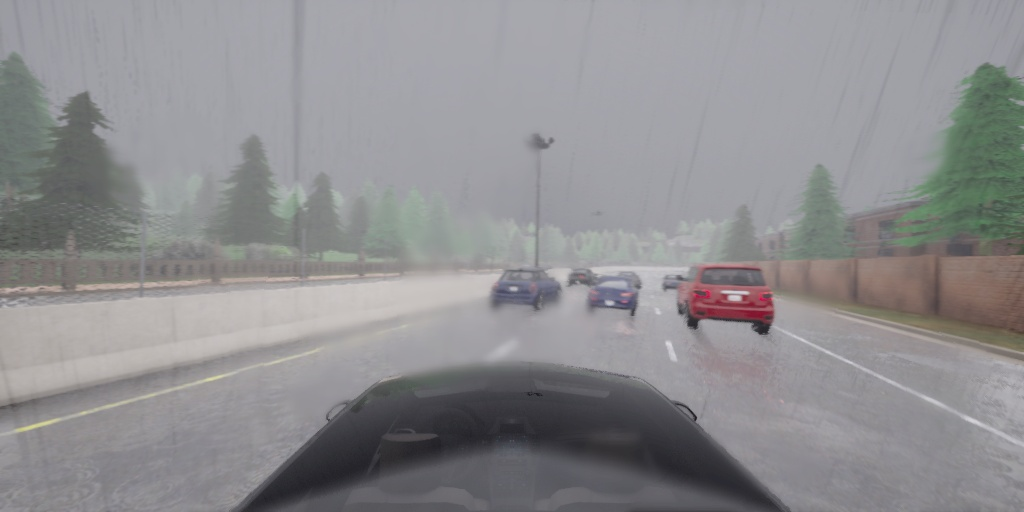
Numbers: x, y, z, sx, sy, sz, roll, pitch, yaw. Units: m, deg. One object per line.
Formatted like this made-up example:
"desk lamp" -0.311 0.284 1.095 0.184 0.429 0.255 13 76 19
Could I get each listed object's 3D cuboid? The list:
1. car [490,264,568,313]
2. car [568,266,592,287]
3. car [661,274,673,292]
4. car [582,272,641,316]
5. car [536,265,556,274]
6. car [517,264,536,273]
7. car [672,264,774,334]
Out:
"car" 0.802 1.319 15.677 2.097 1.767 4.553 1 -1 20
"car" 5.923 1.799 29.903 1.837 1.490 4.892 1 0 20
"car" 12.279 2.005 26.921 1.895 1.301 4.718 1 -1 20
"car" 4.346 1.571 15.177 1.812 1.442 4.674 1 -1 20
"car" 5.826 2.277 60.848 2.033 1.411 5.357 1 -1 21
"car" 2.525 2.193 62.024 1.812 1.442 4.674 1 -1 20
"car" 7.029 1.293 12.341 2.150 2.045 5.566 1 -1 20
